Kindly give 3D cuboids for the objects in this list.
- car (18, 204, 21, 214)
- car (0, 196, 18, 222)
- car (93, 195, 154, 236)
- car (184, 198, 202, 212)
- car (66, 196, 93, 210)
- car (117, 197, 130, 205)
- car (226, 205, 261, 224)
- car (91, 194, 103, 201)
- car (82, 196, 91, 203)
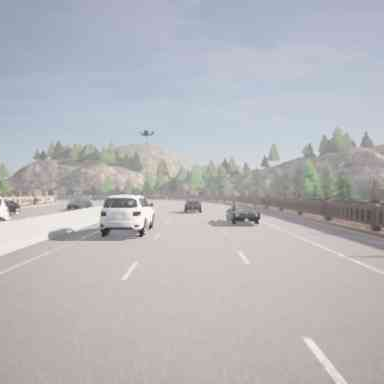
[{"bbox_3d":[-17.591,1.460,30.460,1.837,1.490,4.892,0,0,0],"label":"car"},{"bbox_3d":[-10.596,1.190,15.125,2.150,2.045,5.566,0,0,0],"label":"car"},{"bbox_3d":[-3.396,1.186,18.133,2.150,2.045,5.566,0,0,0],"label":"car"},{"bbox_3d":[0.107,1.448,37.468,2.128,1.511,4.902,0,0,0],"label":"car"},{"bbox_3d":[-14.118,1.505,42.030,2.033,1.411,5.357,0,0,0],"label":"car"},{"bbox_3d":[-11.808,1.545,57.375,1.994,1.385,4.181,0,0,-8],"label":"car"},{"bbox_3d":[3.605,1.560,24.147,1.895,1.301,4.718,0,0,0],"label":"car"},{"bbox_3d":[-23.637,1.378,82.616,1.882,1.535,5.008,0,0,-27],"label":"car"},{"bbox_3d":[-22.914,1.565,72.269,1.812,1.442,4.674,0,0,-18],"label":"car"}]
